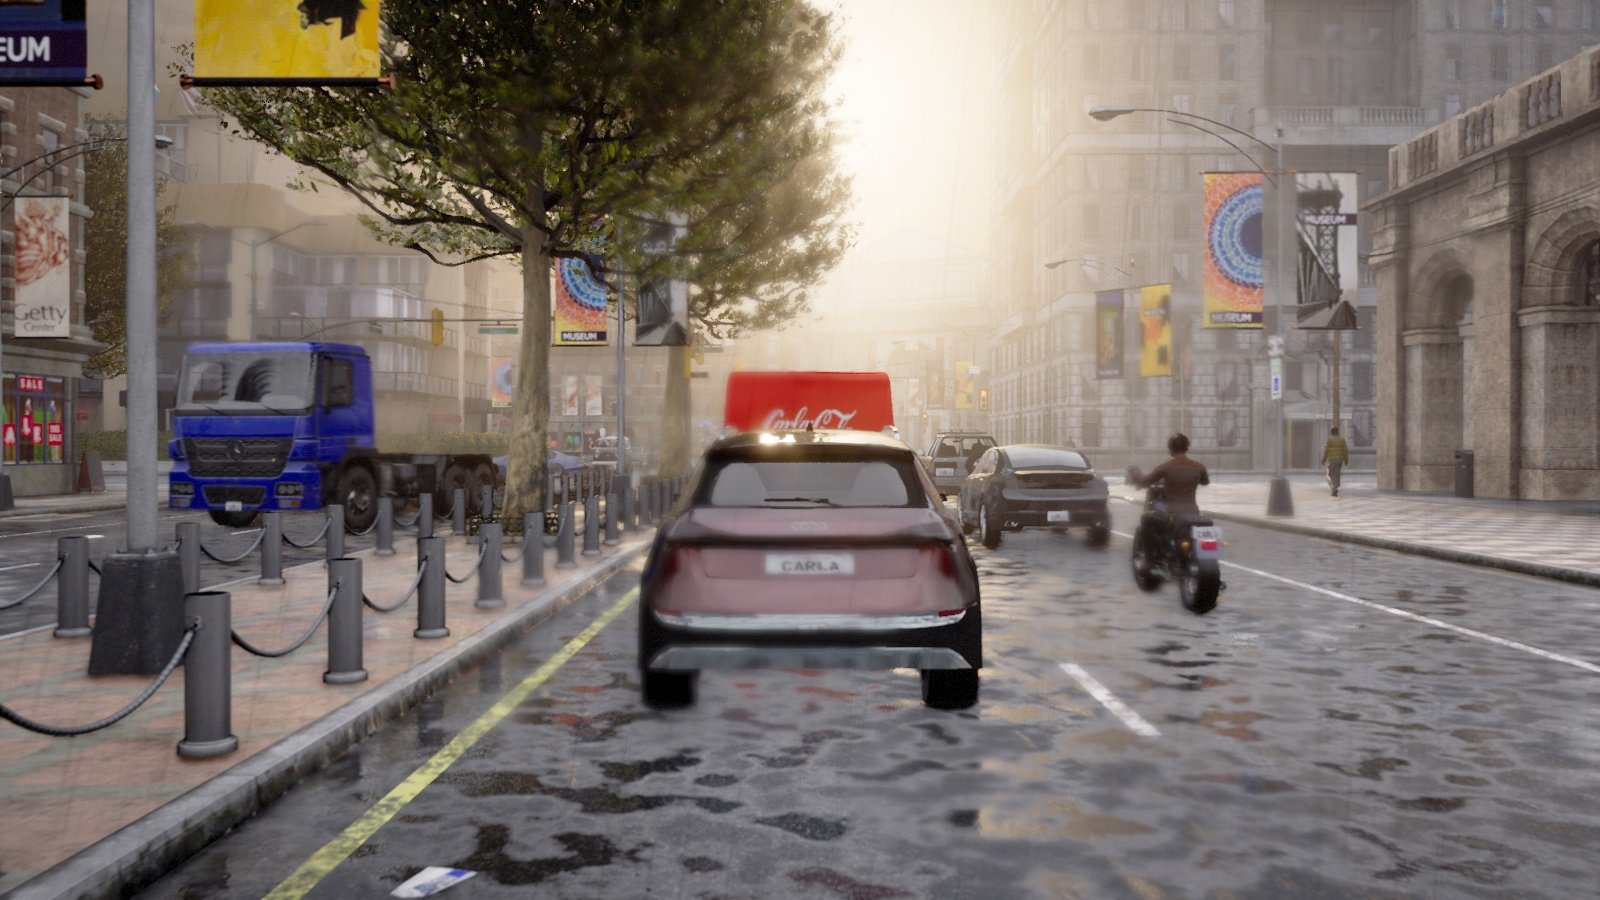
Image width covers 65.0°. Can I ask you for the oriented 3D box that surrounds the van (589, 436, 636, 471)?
[{"bbox_3d":[-11.018,0.182,74.134,2.069,2.038,4.480,0,0,0],"label":"van"}]

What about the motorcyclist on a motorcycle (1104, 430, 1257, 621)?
[{"bbox_3d":[3.586,0.655,12.073,0.766,1.649,2.350,0,0,0],"label":"motorcyclist on a motorcycle"}]

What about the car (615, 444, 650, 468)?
[{"bbox_3d":[-11.002,0.405,82.580,1.789,1.549,3.705,0,0,0],"label":"car"}]

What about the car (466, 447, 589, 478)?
[{"bbox_3d":[-12.772,0.561,59.109,5.357,1.411,2.033,0,0,0],"label":"car"}]

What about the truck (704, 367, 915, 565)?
[{"bbox_3d":[0.124,0.191,18.252,2.627,2.467,5.204,0,0,0],"label":"truck"}]

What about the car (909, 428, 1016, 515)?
[{"bbox_3d":[3.685,0.457,29.198,1.932,1.855,4.605,0,0,1],"label":"car"}]

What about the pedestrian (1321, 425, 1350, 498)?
[{"bbox_3d":[13.700,0.294,32.127,0.431,1.840,0.709,0,0,0],"label":"pedestrian"}]

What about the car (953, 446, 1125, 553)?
[{"bbox_3d":[3.632,0.679,19.987,1.837,1.490,4.892,0,0,0],"label":"car"}]

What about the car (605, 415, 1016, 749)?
[{"bbox_3d":[0.065,0.644,8.643,2.033,1.649,4.856,0,0,0],"label":"car"}]

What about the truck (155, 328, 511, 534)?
[{"bbox_3d":[-8.873,-0.337,25.226,2.891,3.462,7.936,0,0,12],"label":"truck"}]
